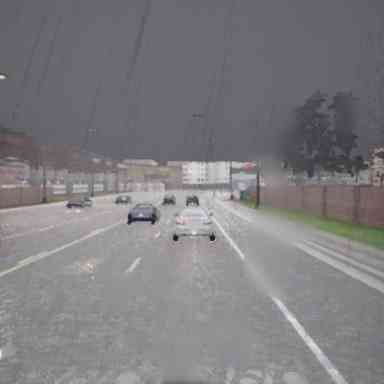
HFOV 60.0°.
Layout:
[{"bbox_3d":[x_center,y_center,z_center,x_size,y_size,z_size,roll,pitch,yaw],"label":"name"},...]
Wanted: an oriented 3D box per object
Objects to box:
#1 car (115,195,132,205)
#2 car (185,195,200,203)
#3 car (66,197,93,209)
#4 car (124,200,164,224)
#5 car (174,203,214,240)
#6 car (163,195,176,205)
[{"bbox_3d":[-10.527,1.145,51.472,2.033,1.411,5.357,0,1,0],"label":"car"},{"bbox_3d":[0.075,1.152,49.006,1.837,1.490,4.892,0,1,0],"label":"car"},{"bbox_3d":[-14.037,1.326,41.855,2.033,1.411,5.357,0,1,0],"label":"car"},{"bbox_3d":[-3.414,1.510,24.205,1.994,1.385,4.181,0,0,0],"label":"car"},{"bbox_3d":[0.090,1.490,16.521,1.812,1.442,4.674,0,0,0],"label":"car"},{"bbox_3d":[-3.426,1.155,50.718,2.033,1.411,5.357,0,1,0],"label":"car"}]
